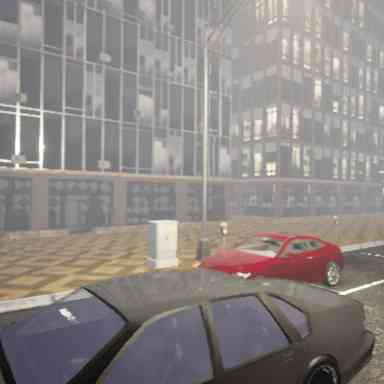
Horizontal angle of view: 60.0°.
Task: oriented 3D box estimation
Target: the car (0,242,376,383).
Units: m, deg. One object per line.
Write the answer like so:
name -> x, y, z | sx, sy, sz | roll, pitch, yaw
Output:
car -> -0.367, 1.558, 3.119 | 5.357, 1.411, 2.033 | 0, 0, -36

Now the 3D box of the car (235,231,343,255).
car -> 2.010, 1.627, 7.989 | 4.206, 1.307, 1.802 | 1, 0, -35
